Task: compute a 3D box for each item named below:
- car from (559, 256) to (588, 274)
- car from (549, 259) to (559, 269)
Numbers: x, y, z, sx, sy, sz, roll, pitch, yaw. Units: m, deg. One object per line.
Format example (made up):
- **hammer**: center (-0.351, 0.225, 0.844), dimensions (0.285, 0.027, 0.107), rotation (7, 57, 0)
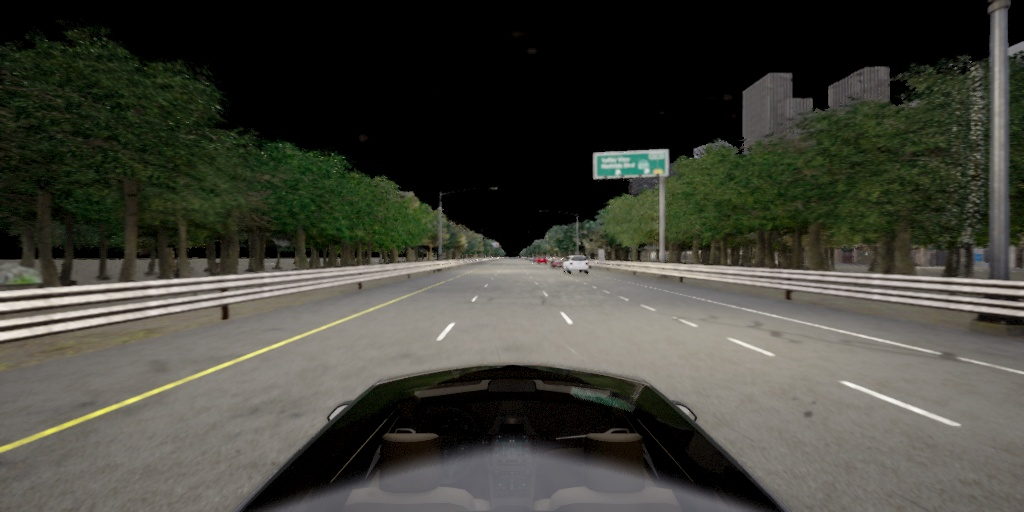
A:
- **car**: center (7.046, 0.967, 40.209), dimensions (2.150, 2.045, 5.566), rotation (0, 0, 0)
- **car**: center (7.071, 1.264, 57.124), dimensions (1.812, 1.442, 4.674), rotation (0, 0, 0)
